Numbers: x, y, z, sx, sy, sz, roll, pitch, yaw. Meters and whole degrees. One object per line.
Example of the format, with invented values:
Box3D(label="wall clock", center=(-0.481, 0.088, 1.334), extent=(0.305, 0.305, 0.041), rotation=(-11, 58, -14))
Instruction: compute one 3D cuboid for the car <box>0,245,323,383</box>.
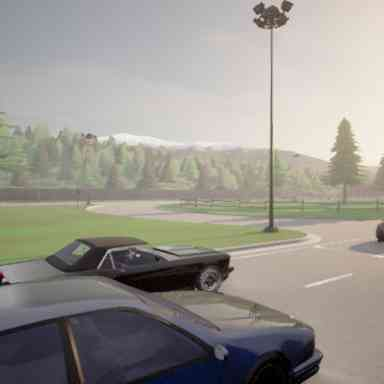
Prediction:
Box3D(label="car", center=(-1.132, 1.549, 2.944), extent=(5.357, 1.411, 2.033), rotation=(0, 0, -35))

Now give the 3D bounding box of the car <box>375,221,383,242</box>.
Box3D(label="car", center=(10.385, 1.613, 15.471), extent=(4.181, 1.385, 1.994), rotation=(0, 0, -35))

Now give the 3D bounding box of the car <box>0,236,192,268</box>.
Box3D(label="car", center=(-1.363, 1.610, 7.076), extent=(4.718, 1.301, 1.895), rotation=(0, 0, -36))
